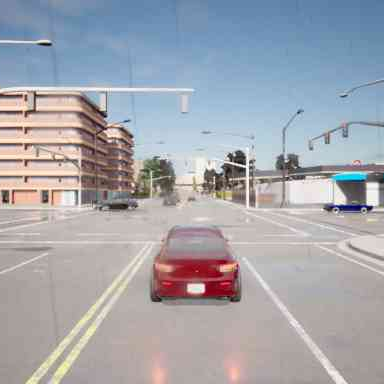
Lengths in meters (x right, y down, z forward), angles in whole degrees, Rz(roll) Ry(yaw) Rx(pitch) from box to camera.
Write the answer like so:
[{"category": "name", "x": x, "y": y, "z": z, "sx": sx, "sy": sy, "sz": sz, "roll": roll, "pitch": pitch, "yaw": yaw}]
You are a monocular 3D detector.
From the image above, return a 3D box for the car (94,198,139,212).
[{"category": "car", "x": -8.434, "y": 1.448, "z": 37.300, "sx": 4.902, "sy": 1.511, "sz": 2.128, "roll": 0, "pitch": 1, "yaw": -29}]

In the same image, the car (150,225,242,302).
[{"category": "car", "x": 0.078, "y": 1.526, "z": 8.149, "sx": 1.812, "sy": 1.442, "sz": 4.674, "roll": 0, "pitch": 0, "yaw": 0}]

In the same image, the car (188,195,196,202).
[{"category": "car", "x": -0.040, "y": 1.540, "z": 79.813, "sx": 2.033, "sy": 1.411, "sz": 5.357, "roll": 0, "pitch": 0, "yaw": 0}]

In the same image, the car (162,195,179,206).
[{"category": "car", "x": -3.618, "y": 1.506, "z": 53.882, "sx": 1.837, "sy": 1.490, "sz": 4.892, "roll": 0, "pitch": 0, "yaw": 0}]

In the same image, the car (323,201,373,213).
[{"category": "car", "x": 16.518, "y": 1.601, "z": 35.454, "sx": 4.718, "sy": 1.301, "sz": 1.895, "roll": 0, "pitch": 0, "yaw": 1}]
